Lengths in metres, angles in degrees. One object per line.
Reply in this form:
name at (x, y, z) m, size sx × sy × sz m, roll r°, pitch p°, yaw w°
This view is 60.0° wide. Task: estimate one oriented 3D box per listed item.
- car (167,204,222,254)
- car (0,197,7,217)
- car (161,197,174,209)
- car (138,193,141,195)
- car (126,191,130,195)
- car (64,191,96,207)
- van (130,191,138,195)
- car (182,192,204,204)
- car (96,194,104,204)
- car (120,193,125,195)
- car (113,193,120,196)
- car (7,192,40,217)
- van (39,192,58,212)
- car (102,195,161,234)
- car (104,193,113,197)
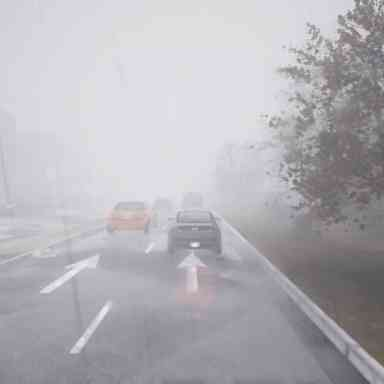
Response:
car at (0.095, 1.423, 13.045) m, size 1.837 × 1.490 × 4.892 m, roll 0°, pitch 0°, yaw 0°
car at (-15.409, 1.180, 23.085) m, size 2.185 × 1.767 × 4.553 m, roll 0°, pitch 0°, yaw 0°
car at (-3.161, 1.278, 36.674) m, size 1.837 × 1.490 × 4.892 m, roll 0°, pitch 0°, yaw 0°
car at (-15.594, 0.940, 89.450) m, size 2.163 × 1.488 × 4.792 m, roll 0°, pitch 0°, yaw 0°
car at (-15.547, 1.049, 72.908) m, size 2.002 × 1.452 × 4.674 m, roll 0°, pitch 0°, yaw 0°
car at (-15.470, 0.922, 45.250) m, size 2.435 × 2.045 × 5.566 m, roll 0°, pitch 0°, yaw 0°
van at (-15.577, 0.718, 83.837) m, size 1.878 × 1.987 × 4.442 m, roll 0°, pitch 0°, yaw 0°
car at (0.089, 0.999, 35.909) m, size 2.150 × 2.045 × 5.566 m, roll 0°, pitch 0°, yaw 0°
car at (-15.486, 1.141, 50.685) m, size 2.097 × 1.535 × 5.008 m, roll 0°, pitch 0°, yaw 0°
car at (-15.531, 0.917, 67.285) m, size 2.185 × 1.767 × 4.553 m, roll 0°, pitch 0°, yaw 0°
car at (-15.516, 0.950, 61.760) m, size 2.185 × 1.767 × 4.553 m, roll 0°, pitch 0°, yaw 0°
car at (-15.425, 1.147, 28.610) m, size 2.185 × 1.767 × 4.553 m, roll 0°, pitch 0°, yaw 0°
van at (-15.440, 1.015, 33.987) m, size 1.878 × 1.987 × 4.442 m, roll 0°, pitch 0°, yaw 0°
car at (-3.157, 1.237, 18.357) m, size 2.097 × 1.767 × 4.553 m, roll 0°, pitch 0°, yaw 0°
car at (-15.501, 1.110, 56.210) m, size 2.231 × 1.521 × 4.892 m, roll 0°, pitch 0°, yaw 0°
